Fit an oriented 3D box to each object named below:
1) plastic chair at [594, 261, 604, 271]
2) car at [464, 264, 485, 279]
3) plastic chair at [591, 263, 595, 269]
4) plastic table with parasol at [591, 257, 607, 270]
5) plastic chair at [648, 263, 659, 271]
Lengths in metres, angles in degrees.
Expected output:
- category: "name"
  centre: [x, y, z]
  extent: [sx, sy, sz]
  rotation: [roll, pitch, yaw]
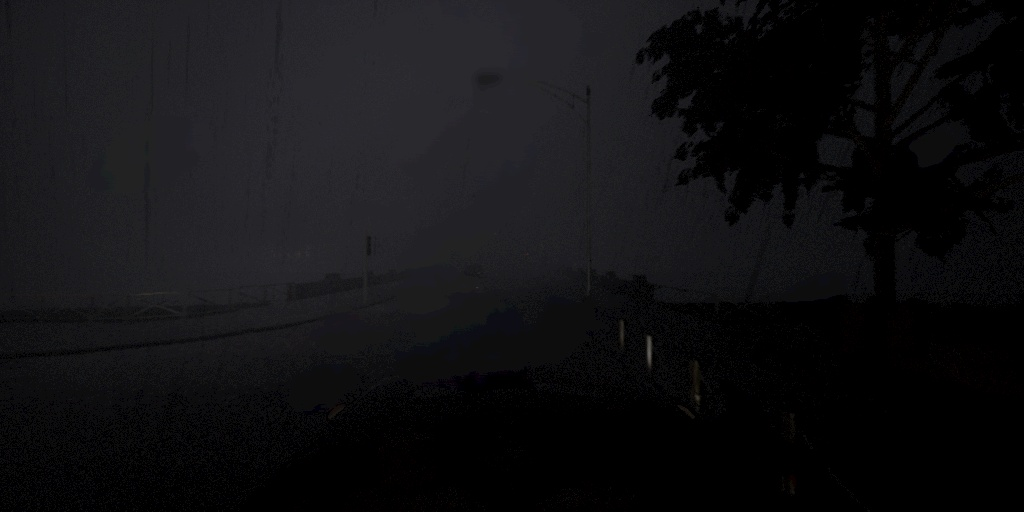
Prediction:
- category: "plastic chair"
  centre: [14.982, 1.963, 61.550]
  extent: [0.750, 1.272, 0.730]
  rotation: [0, 0, 0]
- category: "car"
  centre: [-4.010, 1.635, 38.528]
  extent: [1.882, 1.535, 5.008]
  rotation: [0, 0, 0]
- category: "plastic chair"
  centre: [13.882, 1.979, 62.950]
  extent: [0.730, 1.272, 0.750]
  rotation: [0, 0, 0]
- category: "plastic table with parasol"
  centre: [15.152, 1.373, 62.810]
  extent: [2.482, 2.480, 2.482]
  rotation: [0, 0, 0]
- category: "plastic chair"
  centre: [23.683, 1.946, 60.051]
  extent: [0.750, 1.272, 0.730]
  rotation: [0, 0, 0]
